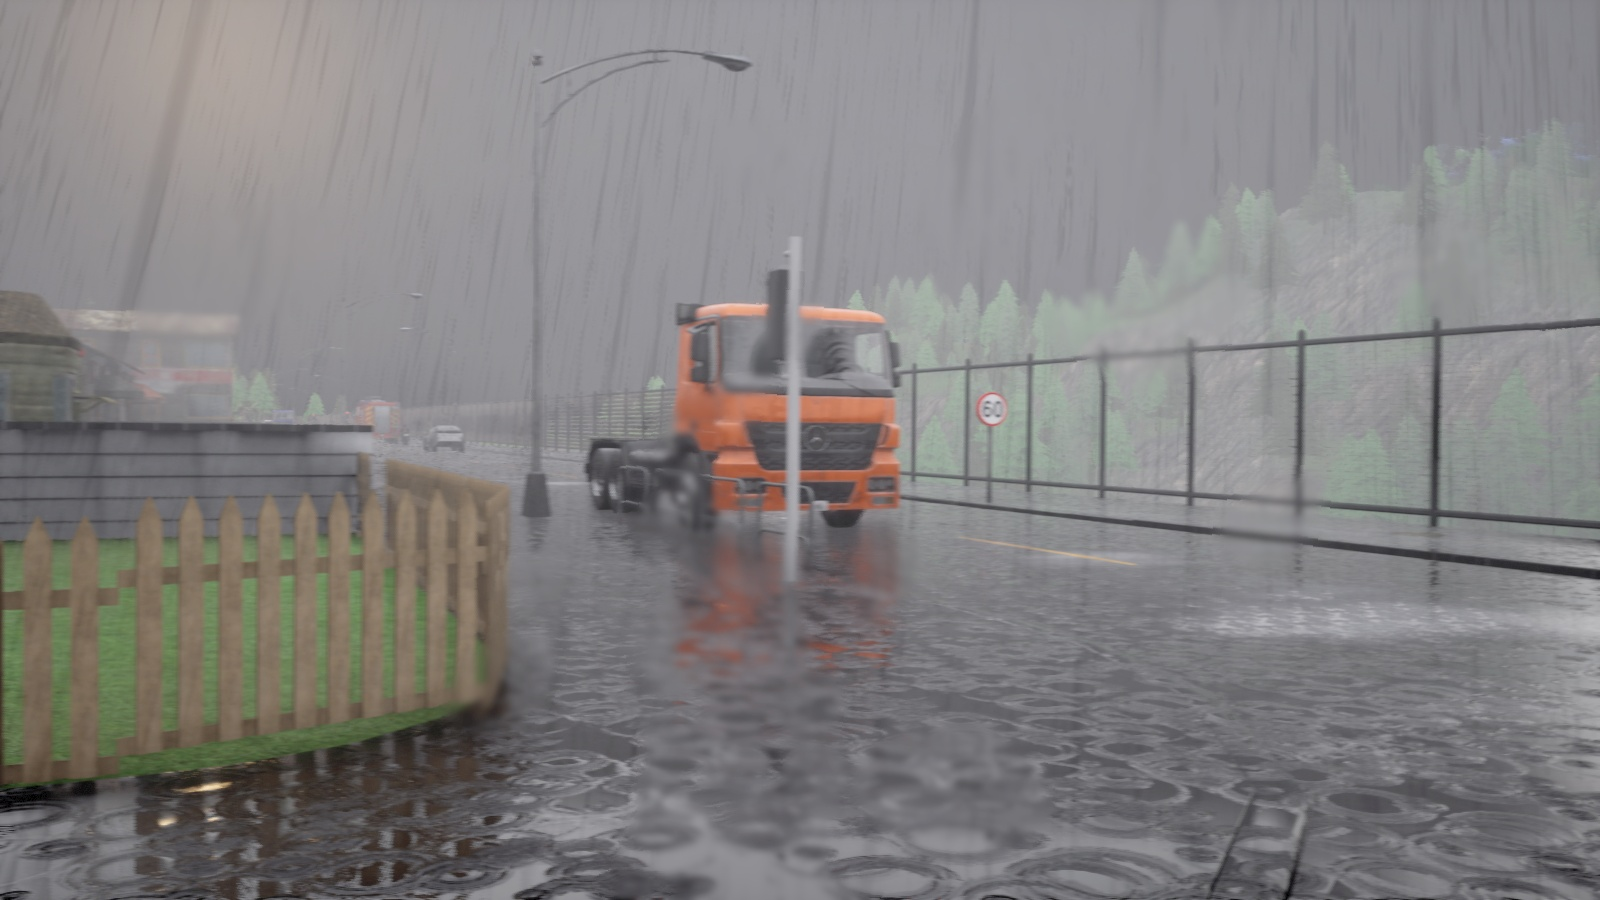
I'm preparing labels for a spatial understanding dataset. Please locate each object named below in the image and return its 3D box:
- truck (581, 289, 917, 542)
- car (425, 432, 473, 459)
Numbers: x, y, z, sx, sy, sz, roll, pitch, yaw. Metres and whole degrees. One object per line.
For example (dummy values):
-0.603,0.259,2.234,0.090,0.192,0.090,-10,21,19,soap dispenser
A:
-1.269,-0.534,21.354,2.891,3.462,7.936,-1,1,-24,truck
-20.629,-0.291,73.627,2.007,1.525,4.514,-1,1,-24,car
